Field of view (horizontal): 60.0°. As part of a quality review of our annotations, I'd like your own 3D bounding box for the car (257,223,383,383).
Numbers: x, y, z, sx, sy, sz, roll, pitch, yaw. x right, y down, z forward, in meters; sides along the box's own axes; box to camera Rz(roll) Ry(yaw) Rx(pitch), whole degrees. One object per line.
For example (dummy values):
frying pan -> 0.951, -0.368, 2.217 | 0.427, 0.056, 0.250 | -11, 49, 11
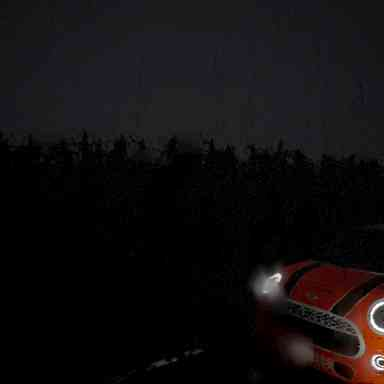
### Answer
car -> 3.163, 1.341, 5.326 | 4.553, 1.767, 2.097 | 0, 0, -35
